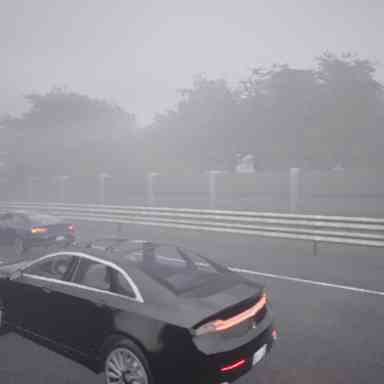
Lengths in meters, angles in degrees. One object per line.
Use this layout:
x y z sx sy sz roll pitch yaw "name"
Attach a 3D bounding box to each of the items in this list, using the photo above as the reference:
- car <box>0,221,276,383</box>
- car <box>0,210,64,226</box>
-1.272 1.448 4.857 4.902 1.511 2.128 1 0 36 "car"
-6.347 1.402 12.667 4.674 1.442 1.812 0 0 36 "car"
